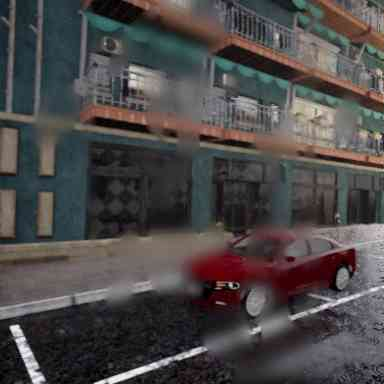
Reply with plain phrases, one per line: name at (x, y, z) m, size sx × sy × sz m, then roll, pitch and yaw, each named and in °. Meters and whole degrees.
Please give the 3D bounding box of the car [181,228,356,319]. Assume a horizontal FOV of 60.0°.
car at (1.855, 1.537, 7.392) m, size 4.507 × 1.381 × 1.887 m, roll 0°, pitch 2°, yaw -35°
